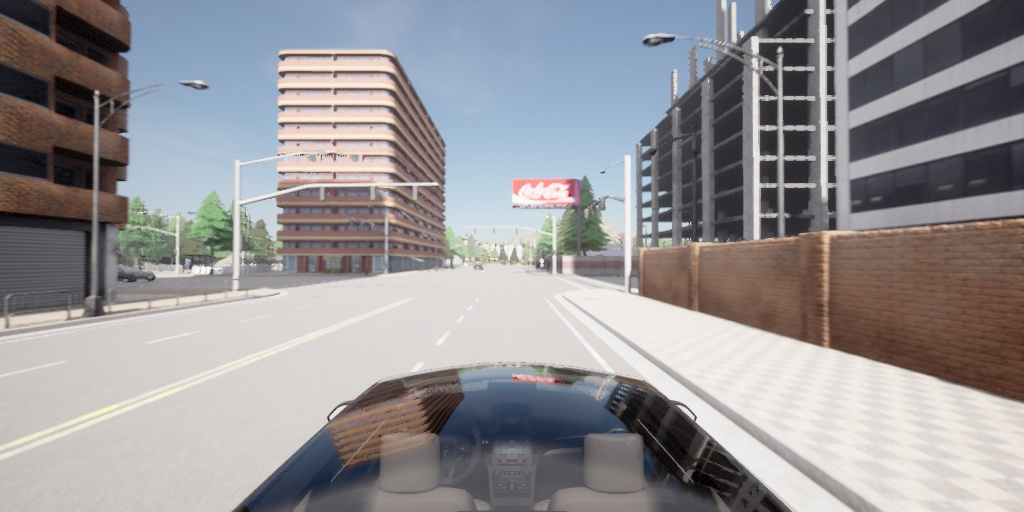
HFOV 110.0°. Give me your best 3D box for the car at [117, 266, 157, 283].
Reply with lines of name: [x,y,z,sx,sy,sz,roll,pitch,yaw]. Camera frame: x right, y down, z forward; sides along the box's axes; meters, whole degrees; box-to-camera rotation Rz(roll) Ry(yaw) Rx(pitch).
car: [-35.170,1.676,32.582,4.674,1.442,1.812,0,-1,1]
